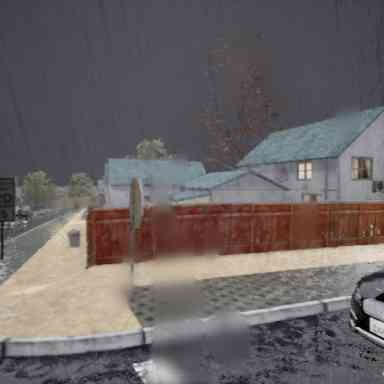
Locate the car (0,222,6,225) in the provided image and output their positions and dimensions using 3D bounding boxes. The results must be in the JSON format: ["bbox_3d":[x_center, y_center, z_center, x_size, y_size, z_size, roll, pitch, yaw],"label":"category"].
[{"bbox_3d":[-19.030,2.510,31.486,1.882,1.535,5.008,0,-2,-17],"label":"car"}]

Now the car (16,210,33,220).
[{"bbox_3d":[-23.397,3.135,46.009,1.895,1.301,4.718,0,-2,-17],"label":"car"}]

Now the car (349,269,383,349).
[{"bbox_3d":[4.635,1.437,4.909,4.902,1.511,2.128,0,1,-20],"label":"car"}]
